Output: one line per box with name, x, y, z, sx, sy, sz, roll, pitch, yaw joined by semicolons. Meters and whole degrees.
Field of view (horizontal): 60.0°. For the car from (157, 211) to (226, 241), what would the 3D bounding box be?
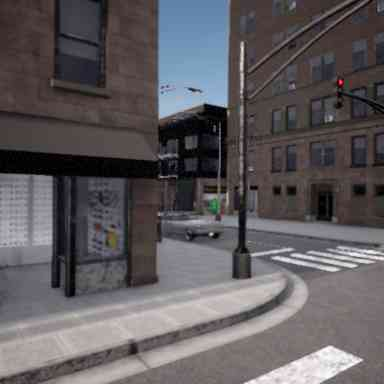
car;-0.342;1.715;17.771;1.895;1.301;4.718;1;0;-36
